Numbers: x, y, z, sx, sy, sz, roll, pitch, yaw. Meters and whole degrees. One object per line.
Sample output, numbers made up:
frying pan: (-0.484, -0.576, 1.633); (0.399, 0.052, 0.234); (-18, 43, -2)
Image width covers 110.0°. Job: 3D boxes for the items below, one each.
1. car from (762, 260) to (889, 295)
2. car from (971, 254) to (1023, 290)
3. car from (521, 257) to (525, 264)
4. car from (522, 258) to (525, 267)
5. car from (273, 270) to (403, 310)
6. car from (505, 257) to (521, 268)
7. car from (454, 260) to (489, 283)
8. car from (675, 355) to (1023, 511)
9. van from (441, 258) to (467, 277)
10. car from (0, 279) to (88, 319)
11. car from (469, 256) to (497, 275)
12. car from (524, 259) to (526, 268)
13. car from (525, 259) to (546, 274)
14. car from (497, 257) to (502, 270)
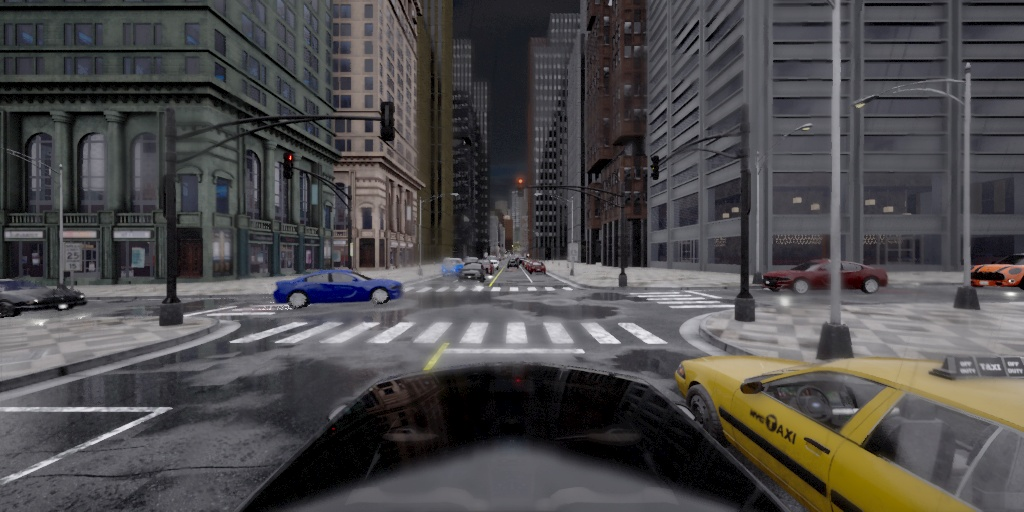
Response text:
car: (14.707, 0.948, 17.036); (5.008, 1.535, 1.882); (-1, 0, 2)
car: (24.629, 0.656, 16.990); (4.553, 1.767, 2.097); (-1, 0, 0)
car: (2.832, 1.296, 57.036); (1.751, 1.417, 4.829); (0, 0, 0)
car: (2.827, 1.312, 51.341); (1.888, 1.381, 4.507); (0, 0, 0)
car: (-7.272, 1.326, 15.363); (5.008, 1.535, 1.882); (-1, 0, -13)
car: (0.159, 1.278, 59.551); (1.837, 1.490, 4.892); (0, 0, 0)
car: (-3.064, 1.258, 28.222); (1.837, 1.490, 4.892); (0, 0, 0)
car: (2.769, 1.275, 2.368); (1.751, 1.417, 4.829); (0, 0, 0)
van: (-5.743, 1.097, 34.792); (1.690, 1.789, 3.998); (0, 0, 0)
car: (-20.157, 1.625, 14.005); (5.357, 1.411, 2.033); (-1, 0, 0)
car: (-3.060, 1.110, 38.493); (2.097, 1.767, 4.553); (0, 0, 0)
car: (2.823, 1.308, 45.816); (1.888, 1.381, 4.507); (0, 0, 0)
car: (2.819, 1.304, 40.290); (1.888, 1.381, 4.507); (0, 0, 0)
car: (-3.034, 0.990, 51.905); (2.150, 2.045, 5.566); (0, 0, 0)
